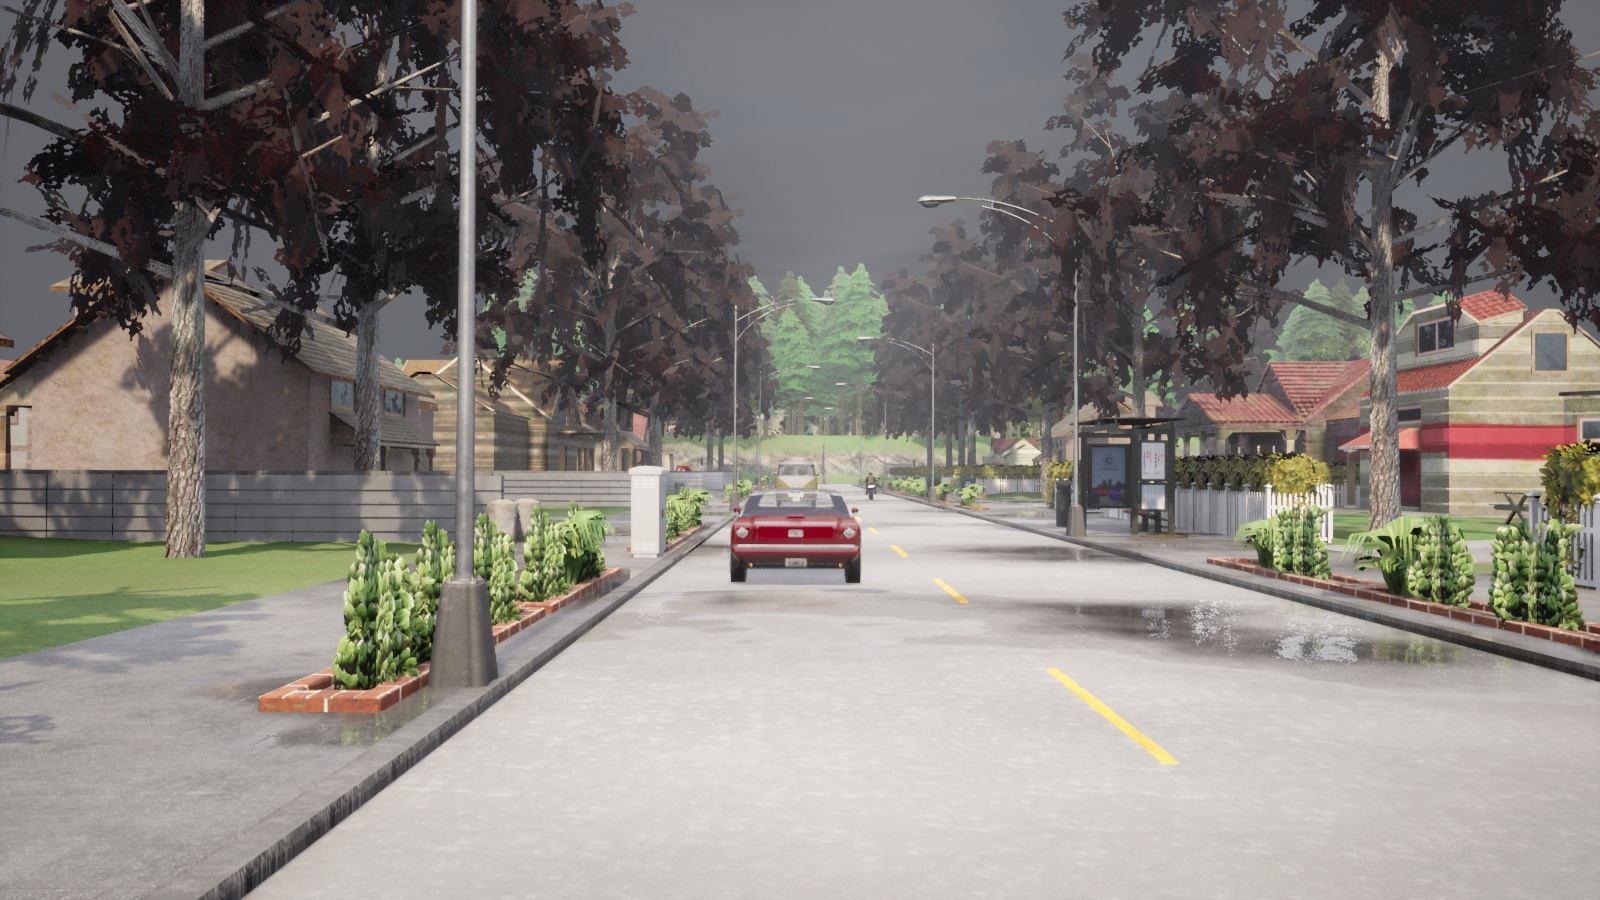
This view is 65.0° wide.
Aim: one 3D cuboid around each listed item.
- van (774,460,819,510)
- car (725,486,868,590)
[{"bbox_3d":[-0.144,1.449,52.627,1.775,1.987,4.442,0,-1,0],"label":"van"},{"bbox_3d":[-0.052,1.234,18.998,1.895,1.301,4.718,0,-1,0],"label":"car"}]
